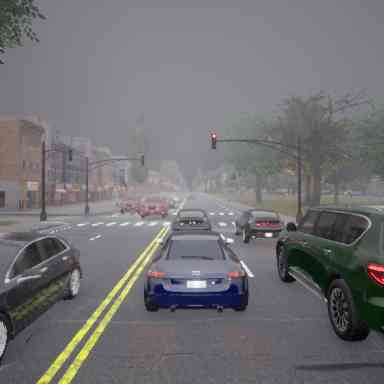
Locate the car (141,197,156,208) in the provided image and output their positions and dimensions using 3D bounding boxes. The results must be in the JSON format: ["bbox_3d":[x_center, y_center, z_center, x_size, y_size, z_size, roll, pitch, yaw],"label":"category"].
[{"bbox_3d":[-6.695,1.587,51.854,1.812,1.442,4.674,0,0,0],"label":"car"}]

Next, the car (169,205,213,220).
[{"bbox_3d":[0.008,1.582,16.675,1.837,1.490,4.892,0,0,1],"label":"car"}]

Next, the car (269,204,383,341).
[{"bbox_3d":[3.314,1.235,6.641,2.150,2.045,5.566,0,0,0],"label":"car"}]

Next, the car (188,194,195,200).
[{"bbox_3d":[-0.167,1.304,84.399,2.128,1.511,4.902,0,0,0],"label":"car"}]

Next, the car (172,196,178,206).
[{"bbox_3d":[-3.437,1.453,46.144,2.097,1.767,4.553,0,0,0],"label":"car"}]

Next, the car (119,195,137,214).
[{"bbox_3d":[-6.676,1.355,37.783,2.150,2.045,5.566,0,0,0],"label":"car"}]

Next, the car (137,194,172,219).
[{"bbox_3d":[-3.409,1.359,31.091,2.150,2.045,5.566,0,0,0],"label":"car"}]

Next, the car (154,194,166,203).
[{"bbox_3d":[-6.637,1.262,69.095,2.097,1.767,4.553,0,1,0],"label":"car"}]

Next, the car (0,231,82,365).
[{"bbox_3d":[-3.359,1.514,5.632,1.837,1.490,4.892,0,-1,0],"label":"car"}]

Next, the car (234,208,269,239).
[{"bbox_3d":[3.262,1.581,16.503,1.837,1.490,4.892,0,0,0],"label":"car"}]

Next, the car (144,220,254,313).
[{"bbox_3d":[0.065,1.583,7.787,1.994,1.385,4.181,0,0,0],"label":"car"}]
